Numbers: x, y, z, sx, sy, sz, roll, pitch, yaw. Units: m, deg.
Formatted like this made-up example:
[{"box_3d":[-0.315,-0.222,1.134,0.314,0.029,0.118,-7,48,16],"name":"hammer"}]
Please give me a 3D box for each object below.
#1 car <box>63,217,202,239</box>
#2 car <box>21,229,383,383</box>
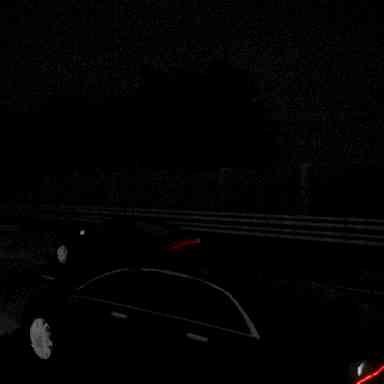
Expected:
[{"box_3d":[-2.005,1.465,9.721,5.008,1.535,1.882,0,0,36],"name":"car"},{"box_3d":[-0.213,1.499,4.143,4.892,1.490,1.837,0,0,35],"name":"car"}]
